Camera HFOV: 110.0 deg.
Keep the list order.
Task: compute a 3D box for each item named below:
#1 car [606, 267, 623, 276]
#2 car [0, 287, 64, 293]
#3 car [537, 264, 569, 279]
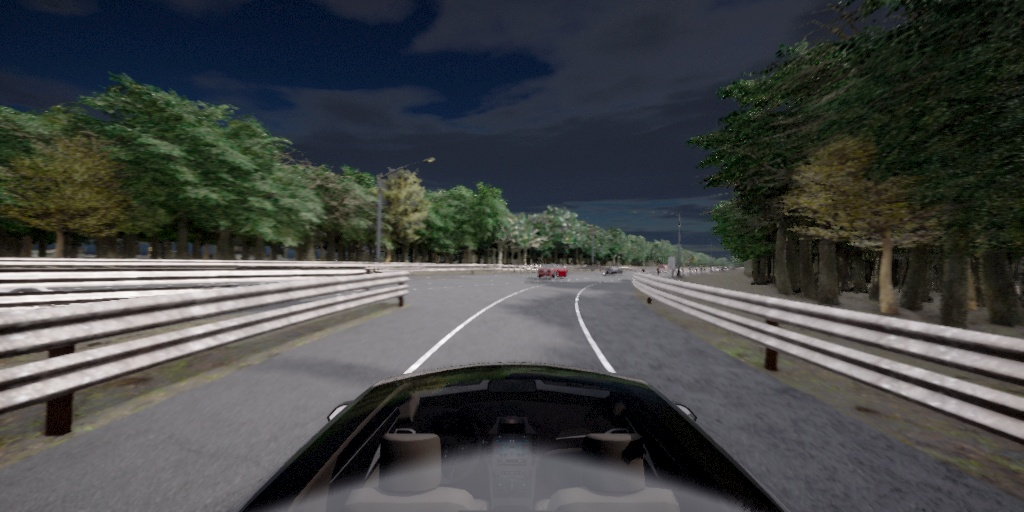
[{"bbox_3d":[16.826,2.460,58.928,1.812,1.442,4.674,1,-1,33],"label":"car"},{"bbox_3d":[-15.587,0.856,9.501,1.812,1.442,4.674,1,-1,33],"label":"car"},{"bbox_3d":[4.743,1.668,40.501,2.097,1.767,4.553,1,-1,33],"label":"car"}]
